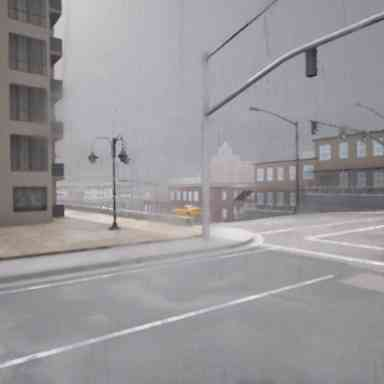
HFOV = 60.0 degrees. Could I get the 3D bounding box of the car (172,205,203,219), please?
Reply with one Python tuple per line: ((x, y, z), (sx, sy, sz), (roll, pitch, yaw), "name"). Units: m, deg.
((-0.467, 2.281, 38.735), (1.882, 1.535, 5.008), (-1, -2, -35), "car")
